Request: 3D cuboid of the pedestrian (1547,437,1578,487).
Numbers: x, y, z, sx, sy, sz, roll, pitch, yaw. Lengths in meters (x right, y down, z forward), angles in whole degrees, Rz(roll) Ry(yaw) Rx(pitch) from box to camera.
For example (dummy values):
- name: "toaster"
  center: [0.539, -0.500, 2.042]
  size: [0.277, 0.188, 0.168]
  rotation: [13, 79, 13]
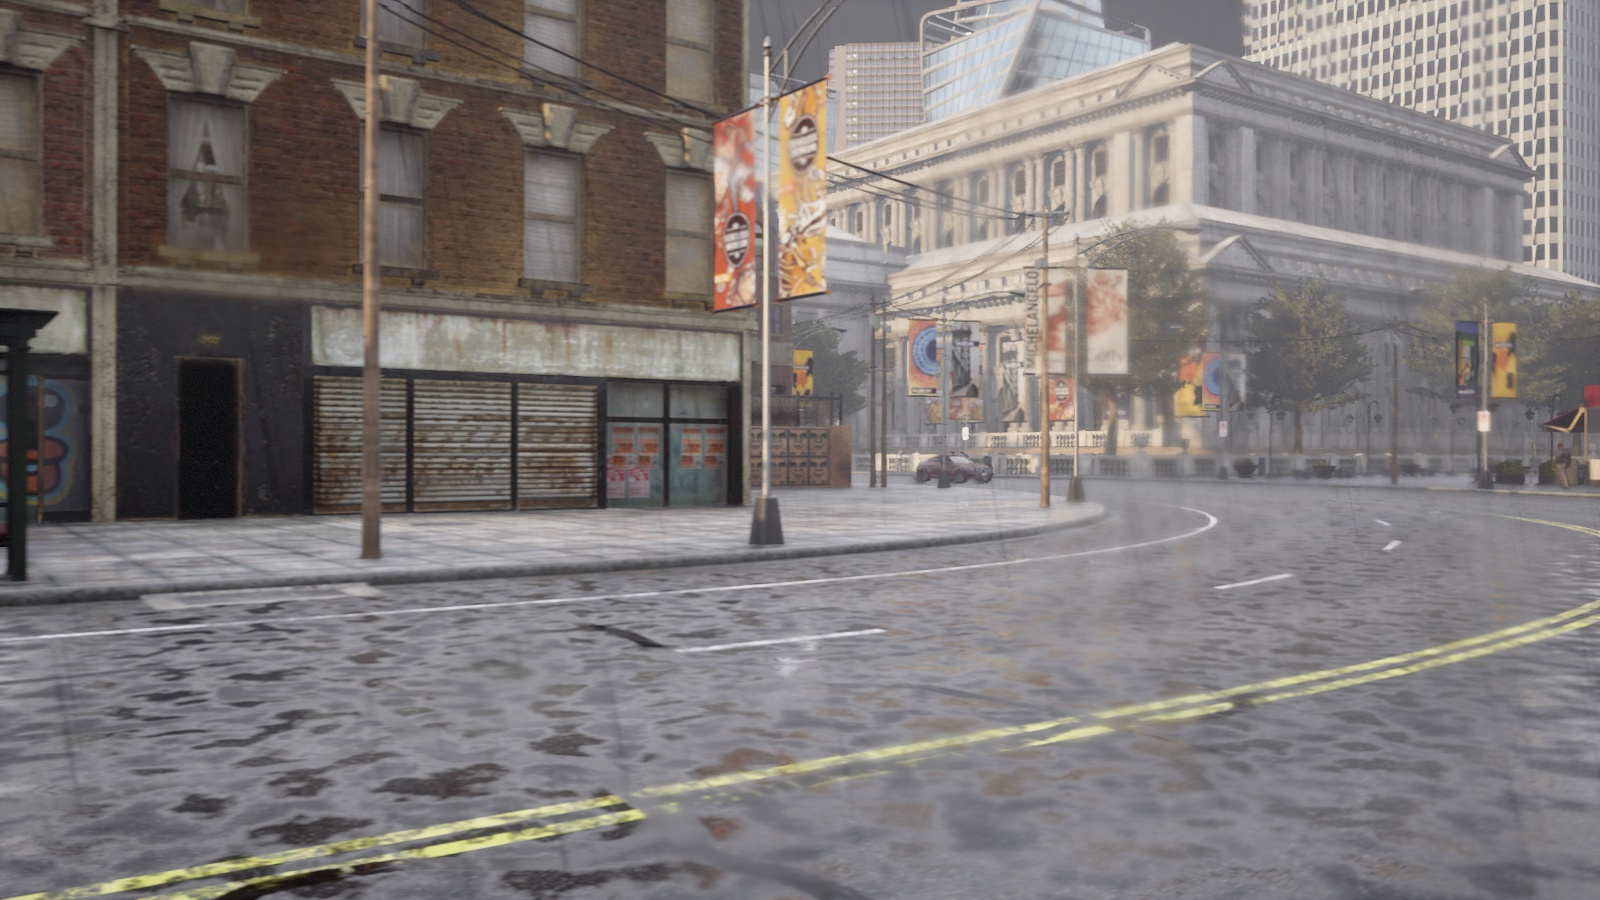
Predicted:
- name: "pedestrian"
  center: [29.412, 0.464, 48.455]
  size: [0.563, 1.883, 0.849]
  rotation: [0, 0, -18]

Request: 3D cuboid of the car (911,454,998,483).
- name: "car"
  center: [7.842, 0.918, 64.171]
  size: [1.812, 1.442, 4.674]
  rotation: [0, 0, -34]
